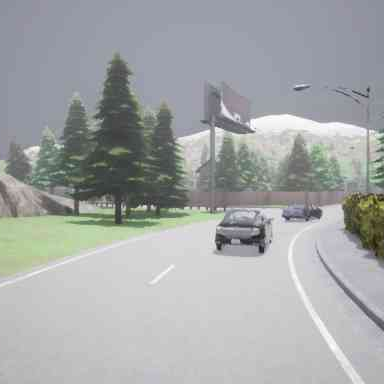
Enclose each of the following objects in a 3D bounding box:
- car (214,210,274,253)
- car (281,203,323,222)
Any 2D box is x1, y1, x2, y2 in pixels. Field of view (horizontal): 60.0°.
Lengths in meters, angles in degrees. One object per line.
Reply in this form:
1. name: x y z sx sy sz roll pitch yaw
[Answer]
1. car: 2.271 1.494 13.797 2.128 1.511 4.902 0 0 18
2. car: 8.887 1.562 26.565 2.033 1.411 5.357 0 0 37
